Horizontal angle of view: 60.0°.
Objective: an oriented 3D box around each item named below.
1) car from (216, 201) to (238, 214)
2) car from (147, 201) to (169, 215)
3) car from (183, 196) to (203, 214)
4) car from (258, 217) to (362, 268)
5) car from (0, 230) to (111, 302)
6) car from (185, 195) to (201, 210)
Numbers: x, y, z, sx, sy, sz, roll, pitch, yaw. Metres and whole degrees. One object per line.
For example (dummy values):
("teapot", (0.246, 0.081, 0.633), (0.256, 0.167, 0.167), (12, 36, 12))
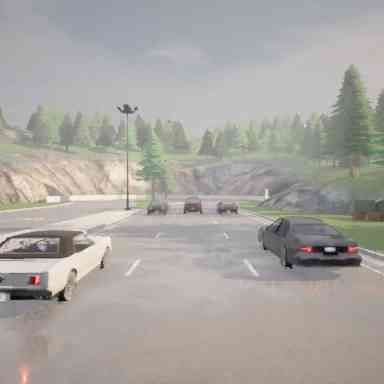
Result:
("car", (3.605, 1.601, 35.053), (1.895, 1.301, 4.718), (0, 0, 0))
("car", (-3.396, 1.601, 34.309), (1.895, 1.301, 4.718), (0, 0, 0))
("car", (0.097, 1.478, 35.332), (1.882, 1.535, 5.008), (0, 0, 0))
("car", (3.602, 1.548, 11.185), (2.033, 1.411, 5.357), (0, 0, 0))
("car", (-3.399, 1.601, 8.199), (1.895, 1.301, 4.718), (0, 0, 0))
("car", (0.198, 1.352, 44.563), (2.097, 1.767, 4.553), (0, 0, 1))
